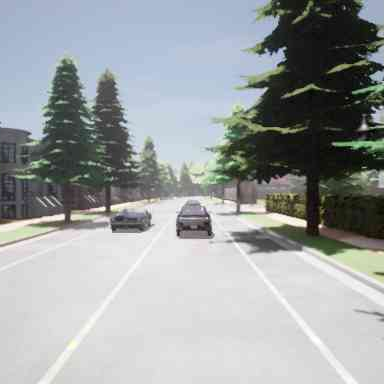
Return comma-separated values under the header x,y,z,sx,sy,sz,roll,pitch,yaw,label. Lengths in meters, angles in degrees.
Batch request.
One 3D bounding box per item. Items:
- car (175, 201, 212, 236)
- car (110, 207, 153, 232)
x,y,z,sx,sy,sz,roll,pitch,yaw,label
0.096,1.489,18.527,2.128,1.511,4.902,0,0,0,car
-3.582,1.598,20.210,1.895,1.301,4.718,0,0,0,car
